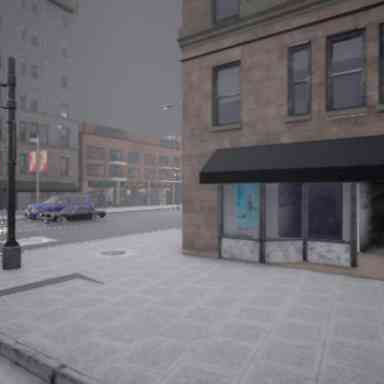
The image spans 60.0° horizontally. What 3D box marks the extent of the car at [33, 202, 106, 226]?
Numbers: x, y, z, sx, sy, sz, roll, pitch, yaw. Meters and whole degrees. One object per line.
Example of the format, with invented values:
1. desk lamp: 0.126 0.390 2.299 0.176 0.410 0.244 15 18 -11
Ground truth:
1. car: -8.737 1.650 24.500 1.895 1.301 4.718 0 0 35

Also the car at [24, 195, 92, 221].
1. car: -10.730 1.263 27.303 2.150 2.045 5.566 0 0 35
